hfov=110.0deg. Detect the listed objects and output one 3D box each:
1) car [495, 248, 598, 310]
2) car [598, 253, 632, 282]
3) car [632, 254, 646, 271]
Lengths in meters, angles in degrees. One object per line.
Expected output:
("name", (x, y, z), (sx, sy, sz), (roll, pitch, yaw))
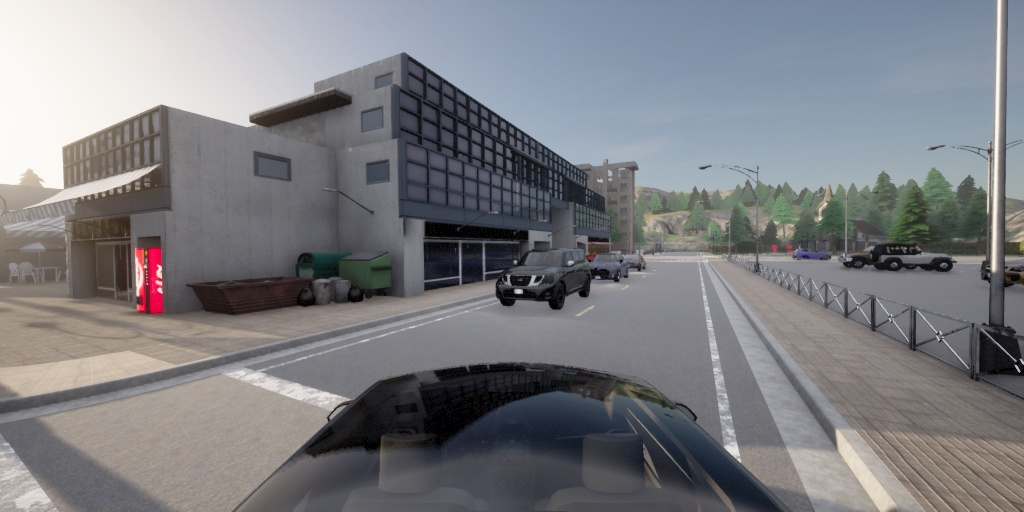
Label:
("car", (1.470, 0.715, 13.885), (2.150, 2.045, 5.566), (0, 1, 27))
("car", (5.969, 0.601, 22.632), (2.097, 1.767, 4.553), (0, 1, 27))
("car", (10.653, 0.521, 31.729), (1.812, 1.442, 4.674), (0, 1, 27))
